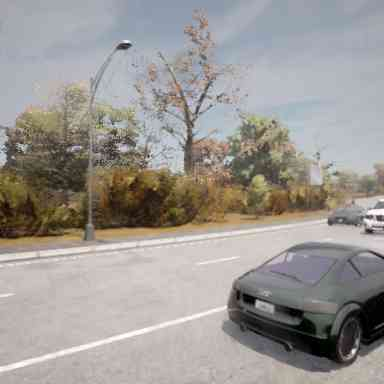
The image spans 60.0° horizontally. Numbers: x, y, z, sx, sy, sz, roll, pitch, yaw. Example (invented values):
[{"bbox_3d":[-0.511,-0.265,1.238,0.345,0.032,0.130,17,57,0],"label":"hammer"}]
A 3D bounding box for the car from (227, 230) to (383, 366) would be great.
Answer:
[{"bbox_3d":[2.610,1.612,5.976,4.181,1.385,1.994,0,0,-38],"label":"car"}]

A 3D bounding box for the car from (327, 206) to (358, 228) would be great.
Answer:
[{"bbox_3d":[11.393,1.747,24.052,1.994,1.385,4.181,0,0,42],"label":"car"}]

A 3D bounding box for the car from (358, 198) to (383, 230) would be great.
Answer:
[{"bbox_3d":[11.880,1.380,19.381,2.150,2.045,5.566,0,0,43],"label":"car"}]
